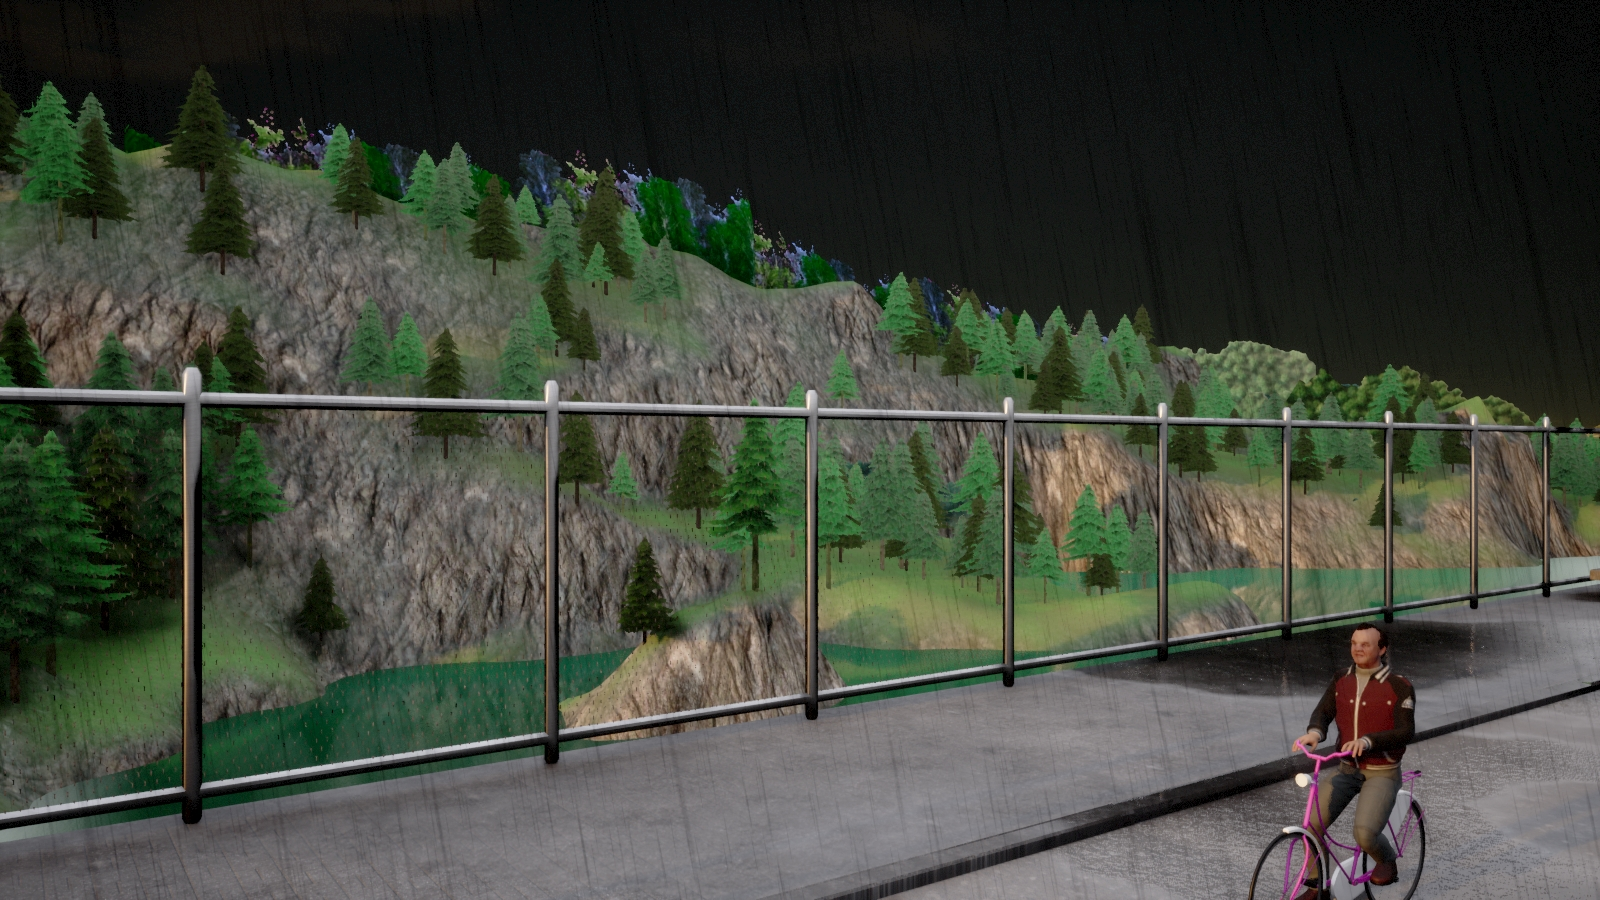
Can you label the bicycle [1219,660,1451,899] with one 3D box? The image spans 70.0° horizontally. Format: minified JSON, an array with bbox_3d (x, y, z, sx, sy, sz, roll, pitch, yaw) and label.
[{"bbox_3d":[3.104,2.057,6.549,1.835,1.471,0.329,0,0,-35],"label":"bicycle"}]
